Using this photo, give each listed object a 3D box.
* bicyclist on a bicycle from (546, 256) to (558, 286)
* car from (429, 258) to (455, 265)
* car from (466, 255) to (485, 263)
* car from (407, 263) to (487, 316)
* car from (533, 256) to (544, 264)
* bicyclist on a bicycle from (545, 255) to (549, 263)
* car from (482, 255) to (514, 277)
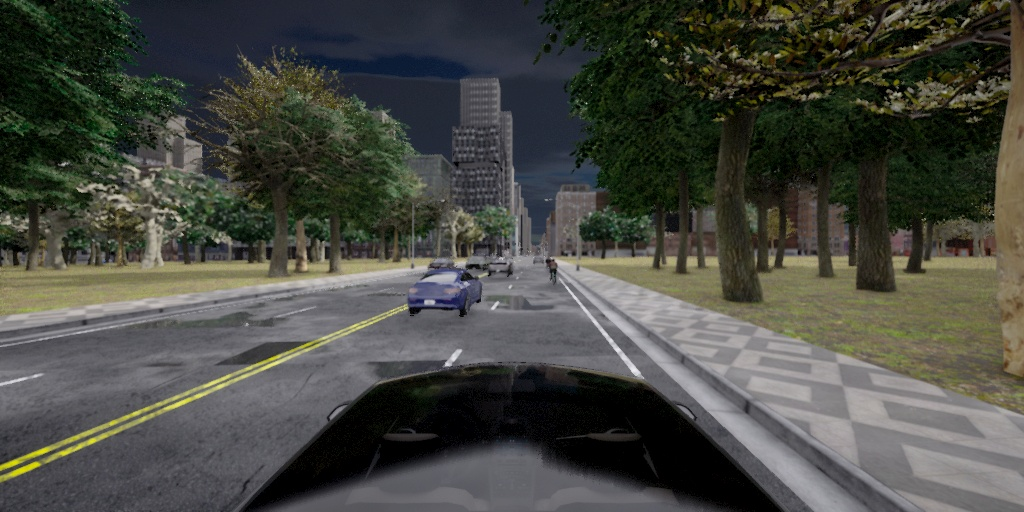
[{"bbox_3d":[2.456,0.999,21.240,0.582,1.620,1.656,0,0,4],"label":"bicyclist on a bicycle"},{"bbox_3d":[-7.173,0.927,37.006,2.033,1.411,5.357,0,1,4],"label":"car"},{"bbox_3d":[-3.757,0.717,39.183,2.097,1.767,4.553,0,1,4],"label":"car"},{"bbox_3d":[-2.218,1.154,12.680,1.812,1.442,4.674,0,1,4],"label":"car"},{"bbox_3d":[4.624,0.678,62.145,2.128,1.511,4.902,0,0,4],"label":"car"},{"bbox_3d":[3.195,0.818,31.431,0.659,1.776,1.843,0,1,4],"label":"bicyclist on a bicycle"},{"bbox_3d":[-0.911,0.940,30.733,2.128,1.511,4.902,0,1,4],"label":"car"}]
